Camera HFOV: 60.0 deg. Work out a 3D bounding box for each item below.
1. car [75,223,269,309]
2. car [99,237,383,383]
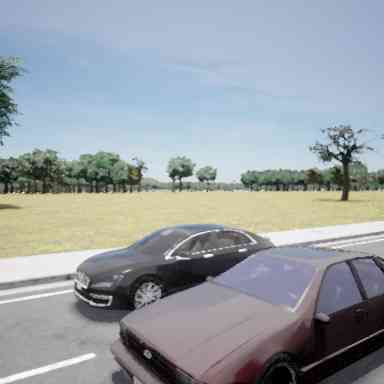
[{"bbox_3d":[-0.113,1.519,7.591,4.892,1.490,1.837,0,0,-35],"label":"car"},{"bbox_3d":[1.654,1.561,4.863,5.357,1.411,2.033,0,0,-36],"label":"car"}]
